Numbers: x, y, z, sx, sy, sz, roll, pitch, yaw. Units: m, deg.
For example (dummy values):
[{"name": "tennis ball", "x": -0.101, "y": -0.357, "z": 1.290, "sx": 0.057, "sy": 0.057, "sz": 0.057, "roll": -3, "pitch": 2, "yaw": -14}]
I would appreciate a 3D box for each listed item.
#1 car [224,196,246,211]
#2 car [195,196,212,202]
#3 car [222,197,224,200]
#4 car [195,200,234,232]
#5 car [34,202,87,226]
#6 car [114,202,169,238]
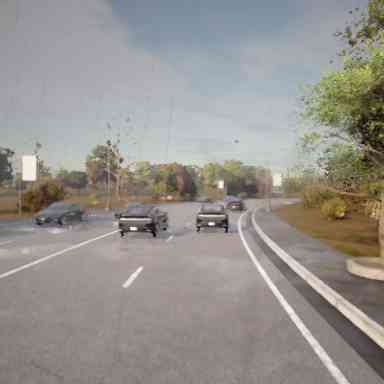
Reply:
[{"name": "car", "x": 5.637, "y": 1.517, "z": 41.925, "sx": 1.837, "sy": 1.490, "sz": 4.892, "roll": 0, "pitch": 0, "yaw": 16}, {"name": "car", "x": 2.389, "y": 1.535, "z": 64.607, "sx": 2.033, "sy": 1.411, "sz": 5.357, "roll": 0, "pitch": 0, "yaw": 24}, {"name": "car", "x": 7.485, "y": 1.475, "z": 67.322, "sx": 1.882, "sy": 1.535, "sz": 5.008, "roll": 0, "pitch": 0, "yaw": 24}, {"name": "car", "x": 1.323, "y": 1.493, "z": 20.282, "sx": 2.128, "sy": 1.511, "sz": 4.902, "roll": 0, "pitch": 0, "yaw": 6}, {"name": "car", "x": -9.050, "y": 1.481, "z": 23.306, "sx": 1.837, "sy": 1.490, "sz": 4.892, "roll": 0, "pitch": 0, "yaw": 8}, {"name": "car", "x": -2.463, "y": 1.485, "z": 17.802, "sx": 2.128, "sy": 1.511, "sz": 4.902, "roll": 0, "pitch": 0, "yaw": 6}]
